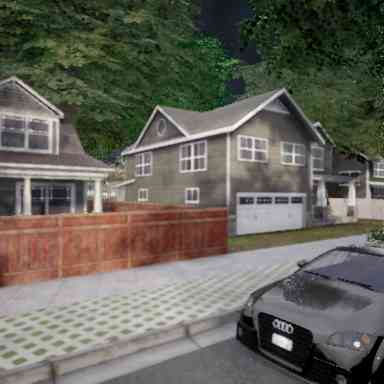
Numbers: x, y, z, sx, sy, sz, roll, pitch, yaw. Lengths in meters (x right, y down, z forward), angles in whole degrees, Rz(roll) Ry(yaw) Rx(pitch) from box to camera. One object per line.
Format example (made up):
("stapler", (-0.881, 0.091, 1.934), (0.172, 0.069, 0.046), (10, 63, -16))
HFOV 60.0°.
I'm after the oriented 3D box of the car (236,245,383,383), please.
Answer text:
("car", (2.673, 1.571, 5.062), (4.181, 1.385, 1.994), (0, 0, -36))
